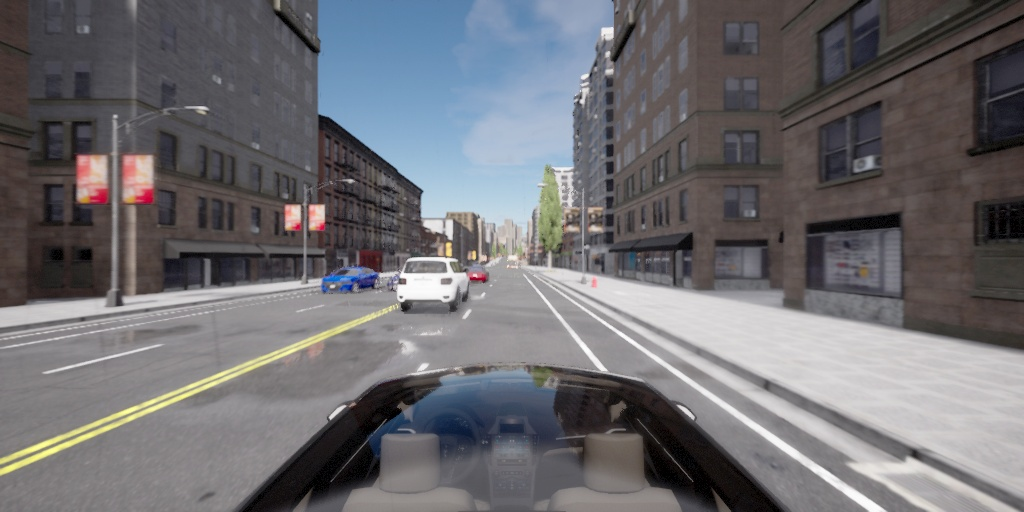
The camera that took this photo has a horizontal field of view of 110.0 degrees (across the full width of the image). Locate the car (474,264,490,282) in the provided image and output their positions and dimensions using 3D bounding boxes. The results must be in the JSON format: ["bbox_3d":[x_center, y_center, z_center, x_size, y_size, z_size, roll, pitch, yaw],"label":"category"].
[{"bbox_3d":[-3.135,1.638,32.491,1.994,1.385,4.181,0,-1,0],"label":"car"}]

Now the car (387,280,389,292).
[{"bbox_3d":[-6.589,1.490,23.410,1.812,1.442,4.674,0,-1,0],"label":"car"}]

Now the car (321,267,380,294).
[{"bbox_3d":[-9.839,1.427,22.173,1.882,1.535,5.008,0,-1,0],"label":"car"}]

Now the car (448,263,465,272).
[{"bbox_3d":[-9.749,2.018,63.359,2.128,1.511,4.902,0,-1,1],"label":"car"}]

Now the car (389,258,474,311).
[{"bbox_3d":[-3.143,1.099,15.359,2.150,2.045,5.566,0,-1,0],"label":"car"}]
